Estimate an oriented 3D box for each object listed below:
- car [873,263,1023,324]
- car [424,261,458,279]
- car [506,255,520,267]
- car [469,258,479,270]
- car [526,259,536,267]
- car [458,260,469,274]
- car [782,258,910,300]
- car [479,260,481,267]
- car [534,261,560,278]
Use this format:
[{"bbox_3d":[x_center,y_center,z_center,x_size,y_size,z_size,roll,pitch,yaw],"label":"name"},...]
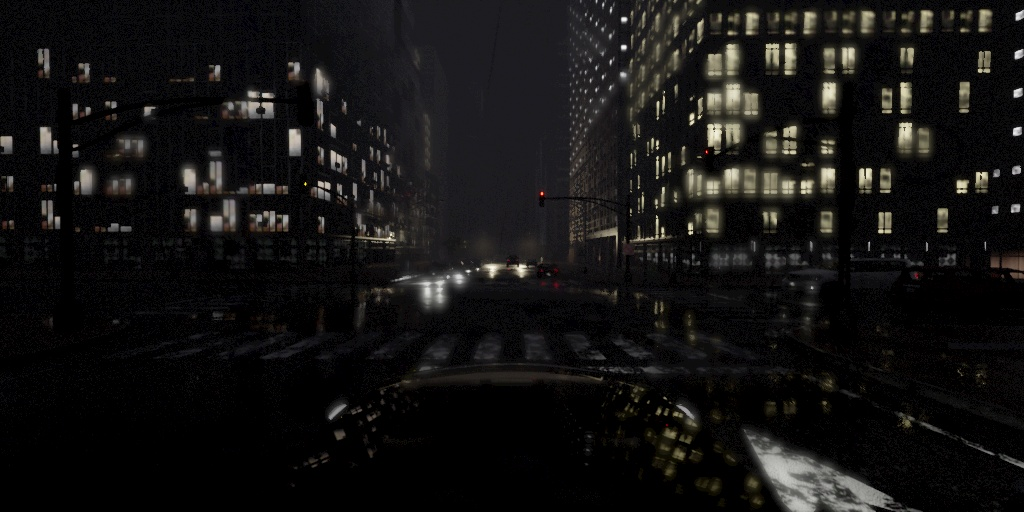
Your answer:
[{"bbox_3d":[16.220,1.282,12.403,5.009,1.841,2.192,0,0,1],"label":"car"},{"bbox_3d":[-6.519,1.225,32.319,2.128,1.511,4.902,0,0,0],"label":"car"},{"bbox_3d":[0.171,0.925,62.845,2.150,2.045,5.566,0,0,0],"label":"car"},{"bbox_3d":[-6.457,1.263,51.371,2.033,1.411,5.357,0,0,0],"label":"car"},{"bbox_3d":[3.522,1.194,63.970,2.128,1.511,4.902,0,0,0],"label":"car"},{"bbox_3d":[-6.492,1.326,41.600,1.895,1.301,4.718,0,0,0],"label":"car"},{"bbox_3d":[17.034,1.102,18.156,5.566,2.045,2.150,0,1,1],"label":"car"},{"bbox_3d":[-6.392,1.182,61.711,1.882,1.535,5.008,0,0,1],"label":"car"},{"bbox_3d":[3.312,1.333,33.578,1.895,1.301,4.718,0,0,2],"label":"car"}]
